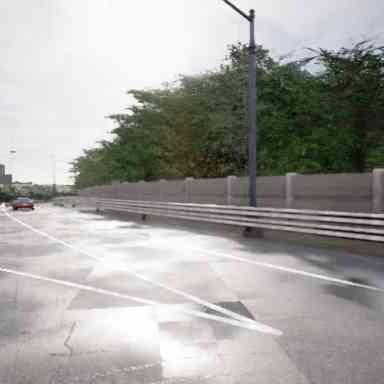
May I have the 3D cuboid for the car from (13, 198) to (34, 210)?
[{"bbox_3d":[-19.406,1.342,38.313,1.994,1.385,4.181,-1,0,-31],"label":"car"}]
